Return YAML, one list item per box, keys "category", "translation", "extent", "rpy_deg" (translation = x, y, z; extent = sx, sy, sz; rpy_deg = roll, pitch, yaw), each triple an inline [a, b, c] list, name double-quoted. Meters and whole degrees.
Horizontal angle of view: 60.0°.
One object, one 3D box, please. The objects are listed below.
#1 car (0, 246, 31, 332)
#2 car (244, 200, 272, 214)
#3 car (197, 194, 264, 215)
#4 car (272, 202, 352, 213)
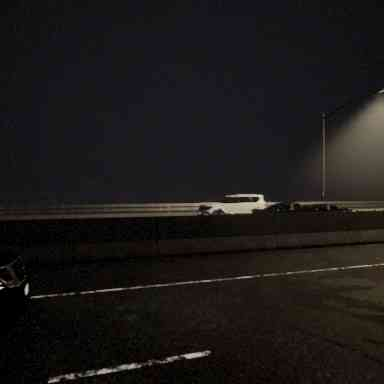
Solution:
- category: "car"
  translation: [-5.281, 1.223, 4.472]
  extent: [5.566, 2.045, 2.150]
  rpy_deg: [0, 0, -19]
- category: "car"
  translation: [6.484, 1.503, 23.600]
  extent: [4.892, 1.490, 1.837]
  rpy_deg: [0, 0, -19]
- category: "car"
  translation: [3.218, 1.221, 26.169]
  extent: [5.566, 2.045, 2.150]
  rpy_deg: [0, 0, -19]
- category: "car"
  translation: [7.649, 1.503, 20.298]
  extent: [4.892, 1.490, 1.837]
  rpy_deg: [0, 0, -19]
